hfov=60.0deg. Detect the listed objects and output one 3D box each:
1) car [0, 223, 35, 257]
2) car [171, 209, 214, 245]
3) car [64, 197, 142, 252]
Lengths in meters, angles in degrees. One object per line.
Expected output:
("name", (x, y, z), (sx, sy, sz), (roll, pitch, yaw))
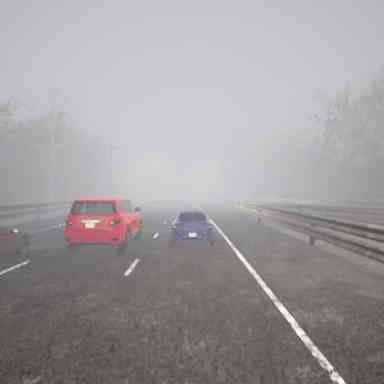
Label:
("car", (-6.950, 1.552, 10.355), (2.033, 1.411, 5.357), (0, 0, 0))
("car", (0.001, 1.531, 15.524), (1.812, 1.442, 4.674), (0, 0, -1))
("car", (-3.481, 1.227, 13.975), (2.150, 2.045, 5.566), (0, 0, -1))
